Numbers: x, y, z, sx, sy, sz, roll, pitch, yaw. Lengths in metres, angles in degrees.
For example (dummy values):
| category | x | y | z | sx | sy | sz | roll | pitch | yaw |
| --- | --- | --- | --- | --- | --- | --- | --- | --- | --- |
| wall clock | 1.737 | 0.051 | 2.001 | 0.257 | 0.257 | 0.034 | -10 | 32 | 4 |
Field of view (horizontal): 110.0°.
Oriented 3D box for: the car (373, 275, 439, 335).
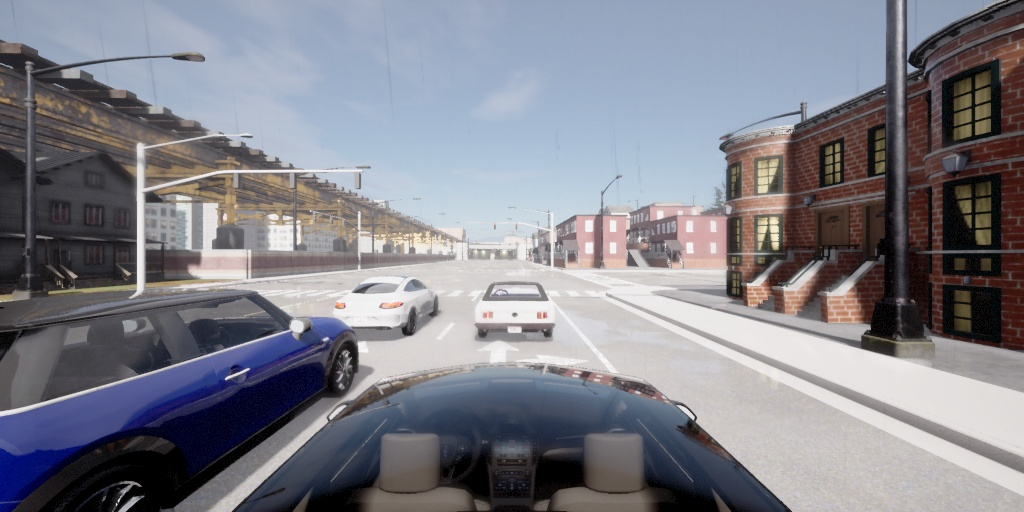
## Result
| category | x | y | z | sx | sy | sz | roll | pitch | yaw |
| --- | --- | --- | --- | --- | --- | --- | --- | --- | --- |
| car | -3.396 | 1.276 | 10.331 | 1.812 | 1.442 | 4.674 | 0 | 0 | 0 |

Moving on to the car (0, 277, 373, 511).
| category | x | y | z | sx | sy | sz | roll | pitch | yaw |
| --- | --- | --- | --- | --- | --- | --- | --- | --- | --- |
| car | -3.399 | 1.102 | 3.688 | 2.097 | 1.767 | 4.553 | 0 | 0 | 0 |

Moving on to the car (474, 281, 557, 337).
| category | x | y | z | sx | sy | sz | roll | pitch | yaw |
| --- | --- | --- | --- | --- | --- | --- | --- | --- | --- |
| car | 0.106 | 1.351 | 10.223 | 1.895 | 1.301 | 4.718 | 0 | 0 | 1 |
